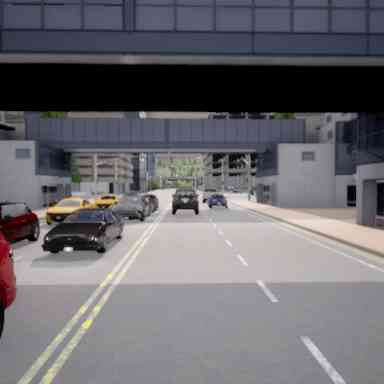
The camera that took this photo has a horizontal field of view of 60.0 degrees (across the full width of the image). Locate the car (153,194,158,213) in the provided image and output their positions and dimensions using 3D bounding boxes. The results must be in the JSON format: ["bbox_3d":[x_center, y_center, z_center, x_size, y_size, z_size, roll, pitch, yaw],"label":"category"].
[{"bbox_3d":[-4.146,1.117,27.446,1.812,1.442,4.674,0,1,-1],"label":"car"}]

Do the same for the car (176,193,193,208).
[{"bbox_3d":[-0.829,0.918,37.898,1.812,1.442,4.674,0,1,-1],"label":"car"}]

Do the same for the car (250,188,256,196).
[{"bbox_3d":[14.741,-0.114,77.894,1.932,1.855,4.605,0,1,-2],"label":"car"}]

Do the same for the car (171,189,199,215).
[{"bbox_3d":[-0.565,0.769,28.197,2.150,2.045,5.566,0,1,-1],"label":"car"}]

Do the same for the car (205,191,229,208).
[{"bbox_3d":[2.709,0.946,35.825,1.812,1.442,4.674,0,1,-1],"label":"car"}]

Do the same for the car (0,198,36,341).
[{"bbox_3d":[-3.625,1.180,2.695,2.150,2.045,5.566,0,1,-2],"label":"car"}]

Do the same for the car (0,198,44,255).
[{"bbox_3d":[-7.364,1.167,12.003,2.097,1.767,4.553,0,1,-1],"label":"car"}]

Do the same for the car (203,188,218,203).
[{"bbox_3d":[2.821,0.450,47.488,2.150,2.045,5.566,0,0,8],"label":"car"}]

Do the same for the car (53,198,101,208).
[{"bbox_3d":[-7.584,1.145,21.224,1.882,1.535,5.008,0,1,-1],"label":"car"}]

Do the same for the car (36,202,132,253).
[{"bbox_3d":[-3.887,1.343,12.936,2.033,1.411,5.357,0,1,-2],"label":"car"}]

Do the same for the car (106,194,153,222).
[{"bbox_3d":[-4.120,0.990,22.728,2.097,1.767,4.553,0,1,-1],"label":"car"}]

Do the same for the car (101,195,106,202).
[{"bbox_3d":[-7.811,0.978,31.697,1.882,1.535,5.008,0,1,-1],"label":"car"}]
